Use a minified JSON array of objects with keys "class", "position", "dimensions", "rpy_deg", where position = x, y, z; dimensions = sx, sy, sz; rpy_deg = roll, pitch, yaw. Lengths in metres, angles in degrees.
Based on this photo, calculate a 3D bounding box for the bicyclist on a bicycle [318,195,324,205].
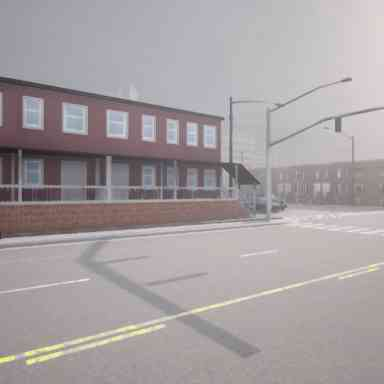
[{"class":"bicyclist on a bicycle","position":[20.327,1.266,52.348],"dimensions":[1.656,1.620,0.582],"rpy_deg":[0,0,-36]}]

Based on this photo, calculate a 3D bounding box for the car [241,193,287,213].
[{"class":"car","position":[7.441,1.312,36.008],"dimensions":[2.097,1.767,4.553],"rpy_deg":[0,0,-36]}]

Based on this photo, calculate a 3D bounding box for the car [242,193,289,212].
[{"class":"car","position":[8.788,1.178,40.141],"dimensions":[2.150,2.045,5.566],"rpy_deg":[0,0,-36]}]
